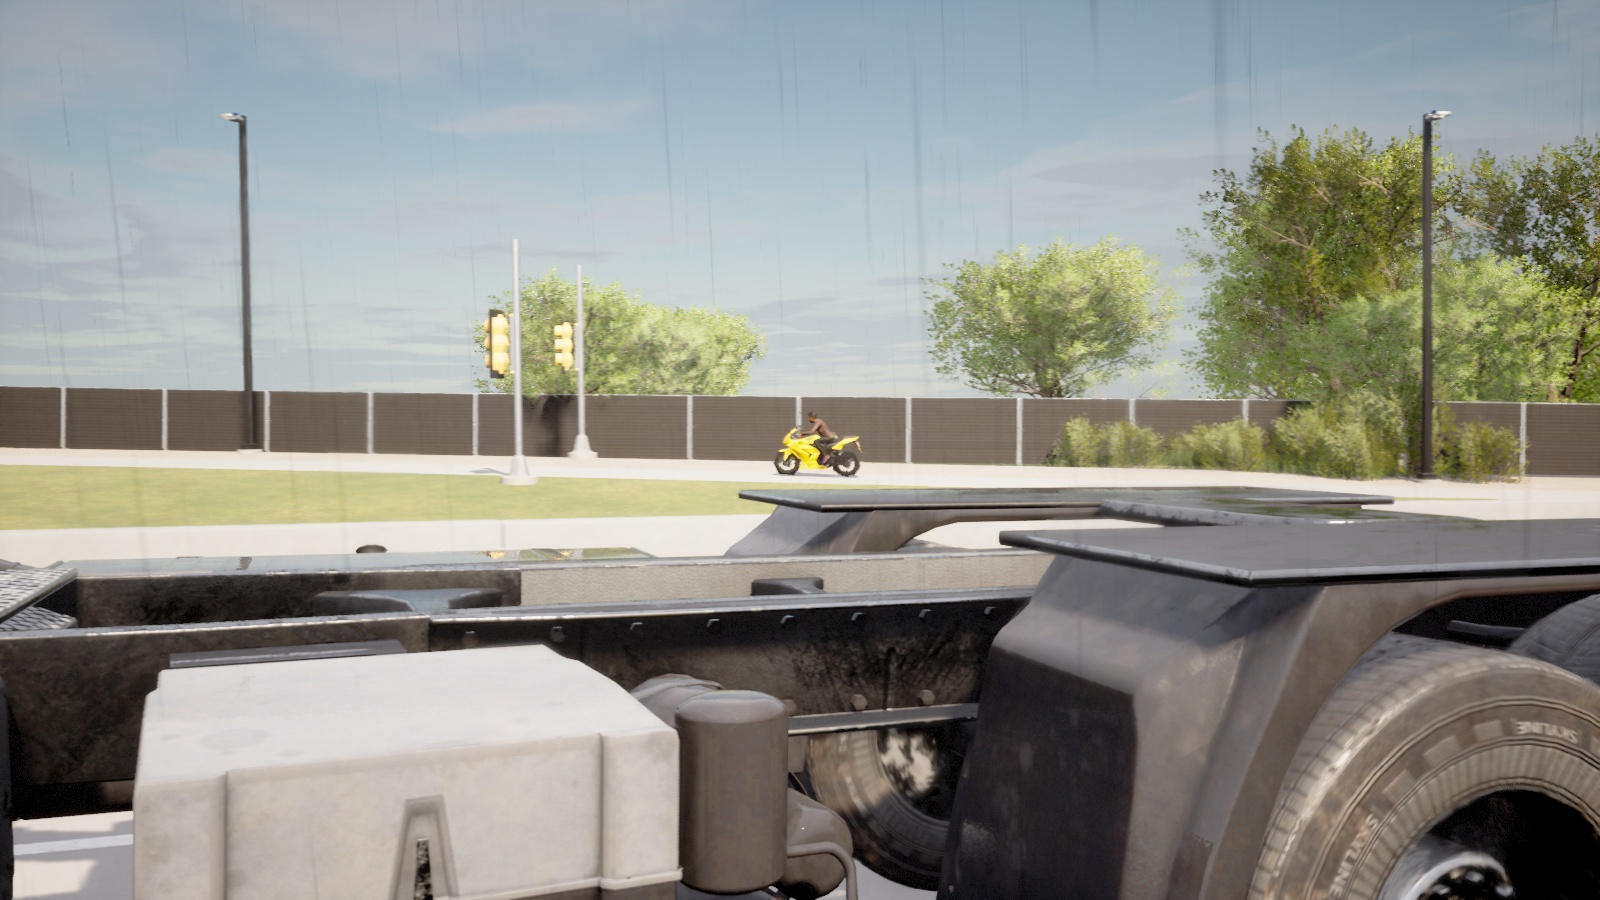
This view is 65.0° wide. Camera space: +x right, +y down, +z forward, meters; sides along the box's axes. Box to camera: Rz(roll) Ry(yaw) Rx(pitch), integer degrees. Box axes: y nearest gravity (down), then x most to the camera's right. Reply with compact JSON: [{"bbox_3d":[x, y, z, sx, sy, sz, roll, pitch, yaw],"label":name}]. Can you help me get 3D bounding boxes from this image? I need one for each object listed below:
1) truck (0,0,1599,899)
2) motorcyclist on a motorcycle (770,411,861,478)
[{"bbox_3d":[-0.646,-0.225,2.982,7.936,3.462,2.891,-1,1,-21],"label":"truck"},{"bbox_3d":[0.368,-0.142,29.120,2.044,1.523,0.797,0,2,6],"label":"motorcyclist on a motorcycle"}]
